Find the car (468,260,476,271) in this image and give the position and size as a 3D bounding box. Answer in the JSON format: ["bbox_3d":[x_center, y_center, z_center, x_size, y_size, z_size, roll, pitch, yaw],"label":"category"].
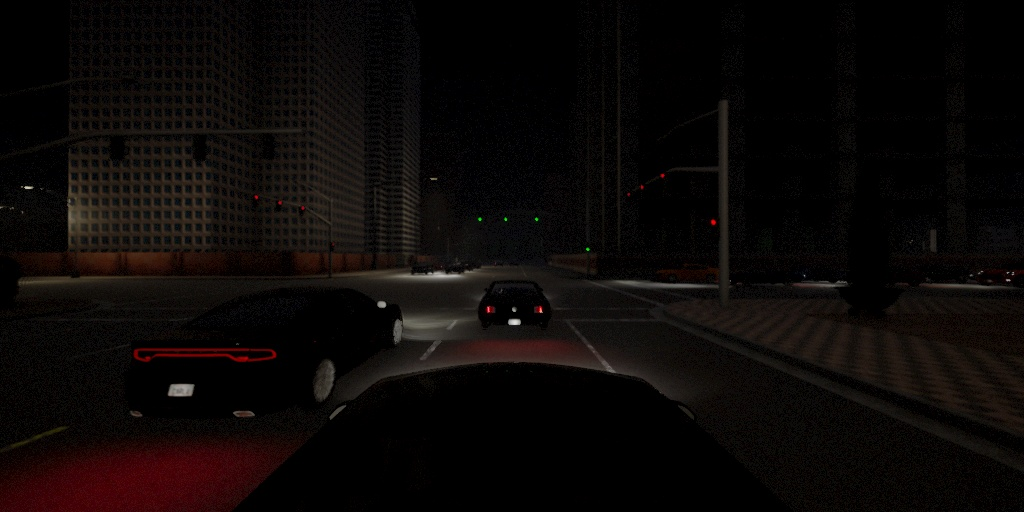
[{"bbox_3d":[-7.096,1.536,55.053,1.837,1.490,4.892,0,0,1],"label":"car"}]

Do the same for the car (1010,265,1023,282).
[{"bbox_3d":[44.573,1.443,29.101,5.357,1.411,2.033,0,0,1],"label":"car"}]

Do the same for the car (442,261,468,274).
[{"bbox_3d":[-7.240,1.583,45.836,1.895,1.301,4.718,0,0,1],"label":"car"}]

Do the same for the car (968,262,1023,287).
[{"bbox_3d":[36.498,1.230,25.688,4.553,1.767,2.097,0,0,1],"label":"car"}]

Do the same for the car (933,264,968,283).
[{"bbox_3d":[34.257,1.388,29.204,4.902,1.511,2.128,0,0,0],"label":"car"}]

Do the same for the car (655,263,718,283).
[{"bbox_3d":[14.328,1.374,29.335,5.008,1.535,1.882,0,0,0],"label":"car"}]

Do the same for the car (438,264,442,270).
[{"bbox_3d":[-10.638,1.620,52.827,1.895,1.301,4.718,0,0,1],"label":"car"}]

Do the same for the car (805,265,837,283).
[{"bbox_3d":[24.139,1.443,29.275,5.357,1.411,2.033,0,0,0],"label":"car"}]

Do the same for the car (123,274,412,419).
[{"bbox_3d":[-3.431,1.251,6.205,1.882,1.535,5.008,0,0,0],"label":"car"}]

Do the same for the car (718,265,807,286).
[{"bbox_3d":[17.900,1.478,25.812,4.718,1.301,1.895,0,0,0],"label":"car"}]

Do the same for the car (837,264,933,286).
[{"bbox_3d":[26.682,1.403,25.750,4.674,1.442,1.812,0,0,0],"label":"car"}]

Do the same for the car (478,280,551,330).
[{"bbox_3d":[0.059,1.402,11.319,1.895,1.301,4.718,0,0,0],"label":"car"}]

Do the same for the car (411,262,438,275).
[{"bbox_3d":[-10.771,1.447,43.486,1.882,1.535,5.008,0,0,1],"label":"car"}]
